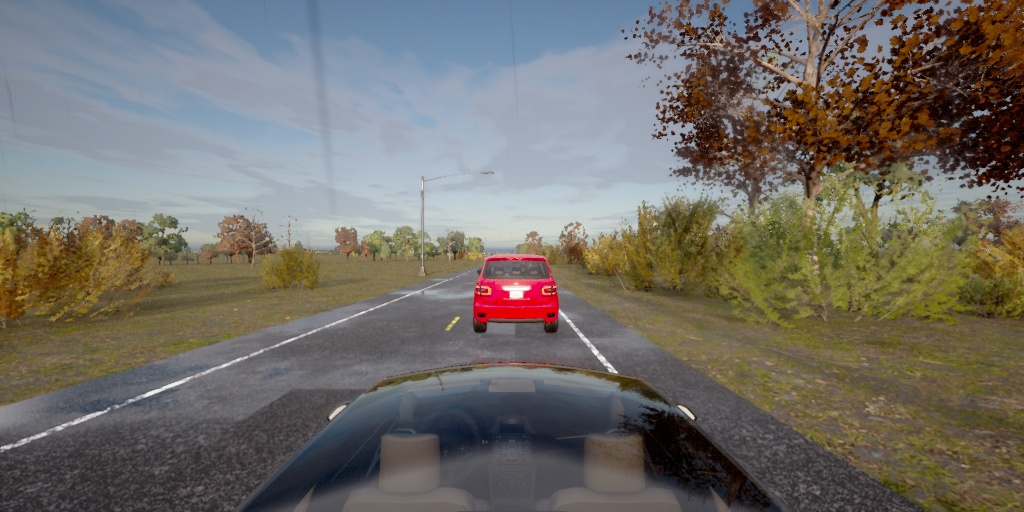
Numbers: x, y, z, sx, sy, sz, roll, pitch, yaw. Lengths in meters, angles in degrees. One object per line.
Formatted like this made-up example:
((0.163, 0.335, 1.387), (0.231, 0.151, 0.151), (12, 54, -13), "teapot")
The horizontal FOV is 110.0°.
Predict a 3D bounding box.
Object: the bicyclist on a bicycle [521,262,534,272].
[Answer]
((0.936, 1.128, 18.595), (0.659, 1.776, 1.843), (0, 0, 0), "bicyclist on a bicycle")

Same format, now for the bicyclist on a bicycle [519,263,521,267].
((0.893, 1.133, 28.608), (0.659, 1.776, 1.843), (0, 0, 0), "bicyclist on a bicycle")

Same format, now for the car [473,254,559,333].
((0.088, 0.976, 10.889), (2.150, 2.045, 5.566), (0, 0, 0), "car")

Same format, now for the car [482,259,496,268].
((-3.933, 1.331, 62.269), (2.033, 1.411, 5.357), (0, 0, 0), "car")
